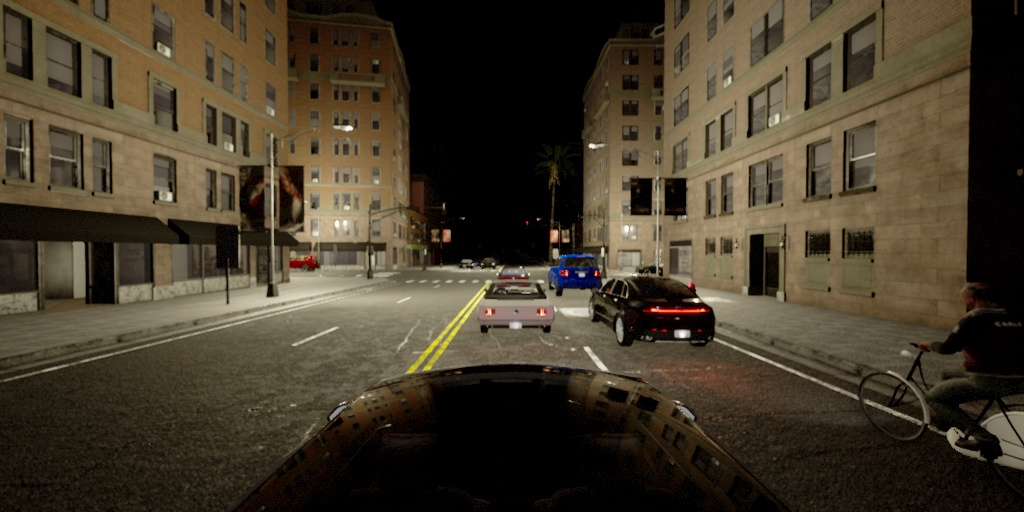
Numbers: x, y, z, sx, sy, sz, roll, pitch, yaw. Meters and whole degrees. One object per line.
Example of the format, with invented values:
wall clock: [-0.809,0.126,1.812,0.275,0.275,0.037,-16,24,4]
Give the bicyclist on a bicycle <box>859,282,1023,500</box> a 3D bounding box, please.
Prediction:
bicyclist on a bicycle: [4.143,1.120,3.374,0.659,1.776,1.843,0,0,0]

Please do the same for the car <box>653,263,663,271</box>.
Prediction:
car: [16.169,1.511,34.144,4.313,1.339,1.948,0,0,0]

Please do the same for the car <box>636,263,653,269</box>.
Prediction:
car: [16.010,1.423,40.092,4.181,1.385,1.994,0,1,0]

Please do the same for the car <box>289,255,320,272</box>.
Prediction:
car: [-23.941,0.834,39.589,5.009,1.841,2.192,0,0,-9]

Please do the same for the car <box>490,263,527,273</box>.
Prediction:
car: [0.078,1.294,20.247,2.033,1.411,5.357,0,0,0]

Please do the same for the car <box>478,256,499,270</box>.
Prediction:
car: [-3.402,1.095,52.355,2.097,1.767,4.553,0,0,0]

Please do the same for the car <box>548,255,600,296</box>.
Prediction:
car: [3.229,0.968,19.245,2.150,2.045,5.566,0,0,0]

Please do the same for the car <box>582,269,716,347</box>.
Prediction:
car: [3.296,1.253,9.336,1.837,1.490,4.892,0,0,0]

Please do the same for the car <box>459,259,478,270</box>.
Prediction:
car: [-6.652,1.234,52.691,2.128,1.511,4.902,0,0,0]

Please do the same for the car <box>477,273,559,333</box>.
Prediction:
car: [0.091,1.349,10.678,1.895,1.301,4.718,0,0,0]
